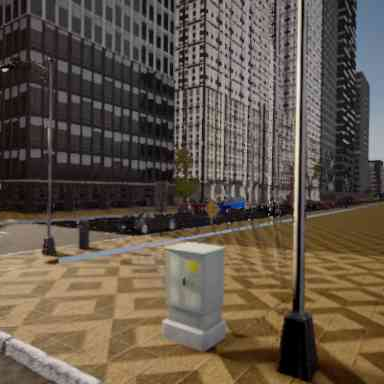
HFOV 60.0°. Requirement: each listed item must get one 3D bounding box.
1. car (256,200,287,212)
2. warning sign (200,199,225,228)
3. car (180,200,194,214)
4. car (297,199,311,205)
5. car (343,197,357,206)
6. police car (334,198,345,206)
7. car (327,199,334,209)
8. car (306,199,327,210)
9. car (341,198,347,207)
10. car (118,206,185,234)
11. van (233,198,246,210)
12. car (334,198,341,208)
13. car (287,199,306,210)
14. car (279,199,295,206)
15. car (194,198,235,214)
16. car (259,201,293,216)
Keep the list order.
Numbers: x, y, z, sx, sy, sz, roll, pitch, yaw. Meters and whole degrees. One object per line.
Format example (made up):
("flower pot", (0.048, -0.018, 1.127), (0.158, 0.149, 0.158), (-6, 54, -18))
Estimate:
("car", (10.432, 2.035, 44.756), (2.033, 1.411, 5.357), (1, 0, 36))
("warning sign", (1.408, 1.463, 23.070), (1.300, 1.860, 1.060), (2, 1, 35))
("car", (0.008, 1.738, 39.880), (1.967, 1.590, 4.097), (0, 0, 35))
("car", (25.868, 2.294, 76.863), (1.947, 1.339, 4.313), (0, 0, 35))
("car", (35.970, 2.485, 76.686), (1.947, 1.339, 4.313), (0, 0, 35))
("police car", (35.032, 2.323, 78.964), (1.930, 1.638, 5.238), (1, 0, 30))
("car", (23.035, 2.287, 58.189), (1.802, 1.307, 4.206), (0, 0, 35))
("car", (19.802, 2.218, 53.565), (1.947, 1.339, 4.313), (0, 0, 35))
("car", (29.502, 2.378, 67.437), (1.947, 1.339, 4.313), (0, 0, 35))
("car", (-2.725, 1.823, 21.125), (2.008, 1.369, 4.403), (0, 0, 35))
("van", (6.474, 1.747, 49.127), (1.690, 1.788, 3.998), (0, 0, 35))
("car", (26.270, 2.199, 62.814), (1.967, 1.590, 4.097), (0, 0, 35))
("car", (15.928, 1.932, 52.699), (2.097, 1.767, 4.553), (1, 0, 35))
("car", (19.403, 2.203, 67.617), (1.802, 1.307, 4.206), (0, 0, 35))
("car", (2.698, 1.827, 39.172), (1.882, 1.535, 5.008), (1, 0, 35))
("car", (10.102, 2.055, 39.693), (1.947, 1.339, 4.313), (0, 0, 35))
